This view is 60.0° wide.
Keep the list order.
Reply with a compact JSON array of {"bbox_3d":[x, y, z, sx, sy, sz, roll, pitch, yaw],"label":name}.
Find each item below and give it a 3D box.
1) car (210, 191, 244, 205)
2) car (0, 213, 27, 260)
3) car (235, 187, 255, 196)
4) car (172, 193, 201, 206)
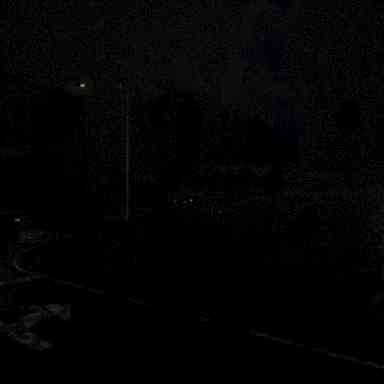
[{"bbox_3d":[4.590,0.922,44.937,2.033,1.411,5.357,0,1,35],"label":"car"},{"bbox_3d":[-7.473,1.475,12.126,1.882,1.535,5.008,-2,2,-20],"label":"car"},{"bbox_3d":[8.819,0.094,56.394,2.150,2.045,5.566,0,1,35],"label":"car"},{"bbox_3d":[-0.660,0.919,43.154,2.128,1.511,4.902,0,1,35],"label":"car"}]
